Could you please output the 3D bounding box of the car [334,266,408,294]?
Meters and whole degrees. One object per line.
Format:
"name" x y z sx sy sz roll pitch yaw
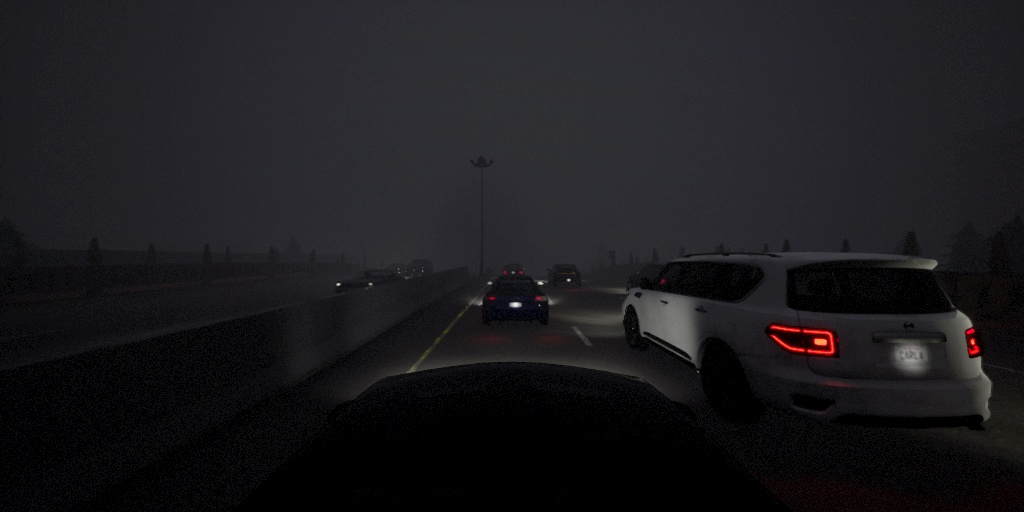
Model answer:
"car" -7.101 1.364 18.290 1.895 1.301 4.718 0 0 0

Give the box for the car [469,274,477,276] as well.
"car" -7.023 3.639 62.133 2.128 1.511 4.902 0 -7 0

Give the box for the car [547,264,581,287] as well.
"car" 3.591 1.274 25.083 1.837 1.490 4.892 0 0 0

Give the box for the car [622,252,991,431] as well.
"car" 3.599 0.975 5.921 2.150 2.045 5.566 0 0 0

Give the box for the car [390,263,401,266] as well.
"car" -14.064 1.631 44.154 2.097 1.767 4.553 0 -4 0

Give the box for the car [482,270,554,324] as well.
"car" 0.097 1.322 11.935 1.994 1.385 4.181 0 0 0

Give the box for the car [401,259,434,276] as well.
"car" -10.567 1.343 41.491 2.150 2.045 5.566 0 -3 1

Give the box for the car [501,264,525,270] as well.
"car" 0.090 1.325 29.701 2.033 1.411 5.357 0 0 0

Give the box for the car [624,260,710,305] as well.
"car" 7.095 1.115 17.034 2.097 1.767 4.553 0 0 0
